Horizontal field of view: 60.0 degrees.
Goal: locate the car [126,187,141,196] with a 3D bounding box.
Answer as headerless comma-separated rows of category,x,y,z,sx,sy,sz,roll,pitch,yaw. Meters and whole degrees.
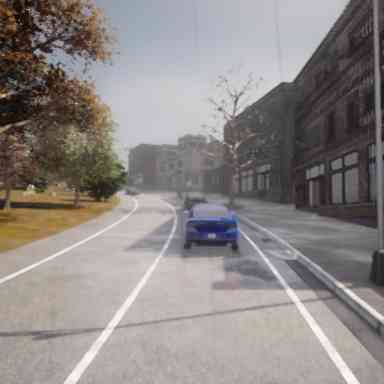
car,-9.979,-0.098,56.596,1.837,1.490,4.892,2,1,-19

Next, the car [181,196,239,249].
car,0.686,1.183,13.128,1.882,1.535,5.008,1,2,1

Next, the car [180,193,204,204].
car,0.157,0.850,27.246,1.837,1.490,4.892,1,2,-6
